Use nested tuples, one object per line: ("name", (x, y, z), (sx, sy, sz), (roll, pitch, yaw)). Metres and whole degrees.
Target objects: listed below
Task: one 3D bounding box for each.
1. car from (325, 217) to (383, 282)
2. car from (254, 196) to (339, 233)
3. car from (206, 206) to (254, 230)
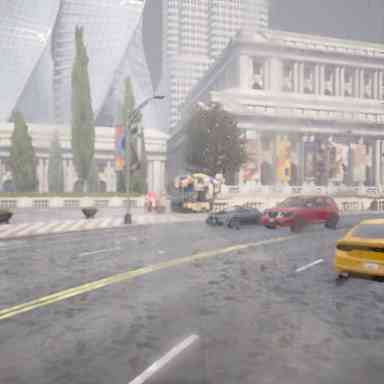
("car", (5.559, 1.495, 9.315), (1.882, 1.535, 5.008), (0, 0, 39))
("car", (6.669, 1.244, 20.160), (5.566, 2.045, 2.150), (0, 0, -36))
("car", (2.895, 1.577, 21.467), (4.181, 1.385, 1.994), (0, 0, -38))
